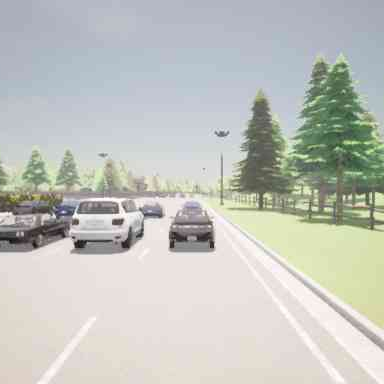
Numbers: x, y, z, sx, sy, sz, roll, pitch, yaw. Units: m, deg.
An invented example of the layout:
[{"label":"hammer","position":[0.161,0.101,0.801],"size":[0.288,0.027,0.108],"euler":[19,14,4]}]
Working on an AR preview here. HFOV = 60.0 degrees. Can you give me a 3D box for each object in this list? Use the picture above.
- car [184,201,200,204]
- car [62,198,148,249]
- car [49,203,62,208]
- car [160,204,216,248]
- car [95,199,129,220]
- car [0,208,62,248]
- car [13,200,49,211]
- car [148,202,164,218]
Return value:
[{"label":"car","position":[0.000,1.530,29.650],"size":[1.812,1.442,4.674],"euler":[0,0,0]},{"label":"car","position":[-3.500,1.255,14.680],"size":[2.150,2.045,5.566],"euler":[0,0,0]},{"label":"car","position":[-10.500,1.482,29.650],"size":[1.882,1.535,5.008],"euler":[0,0,0]},{"label":"car","position":[0.000,1.492,14.650],"size":[2.128,1.511,4.902],"euler":[0,0,0]},{"label":"car","position":[-7.000,1.482,29.650],"size":[1.882,1.535,5.008],"euler":[0,0,0]},{"label":"car","position":[-7.000,1.613,14.680],"size":[1.895,1.301,4.718],"euler":[0,0,0]},{"label":"car","position":[-14.000,1.492,29.650],"size":[2.128,1.511,4.902],"euler":[0,0,0]},{"label":"car","position":[-3.500,1.570,29.650],"size":[1.994,1.385,4.181],"euler":[0,0,0]}]
